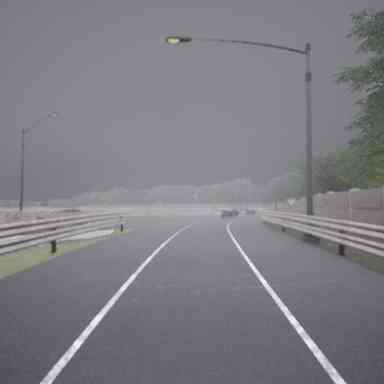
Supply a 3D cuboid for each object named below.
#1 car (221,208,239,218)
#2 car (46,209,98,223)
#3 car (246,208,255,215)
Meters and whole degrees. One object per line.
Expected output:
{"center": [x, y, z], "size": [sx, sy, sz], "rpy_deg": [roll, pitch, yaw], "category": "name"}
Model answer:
{"center": [6.428, 3.471, 55.402], "size": [1.882, 1.535, 5.008], "rpy_deg": [-1, -3, 24], "category": "car"}
{"center": [-10.217, 2.276, 29.205], "size": [1.837, 1.490, 4.892], "rpy_deg": [-1, -3, 41], "category": "car"}
{"center": [13.416, 4.405, 75.813], "size": [1.882, 1.535, 5.008], "rpy_deg": [0, -3, 11], "category": "car"}
